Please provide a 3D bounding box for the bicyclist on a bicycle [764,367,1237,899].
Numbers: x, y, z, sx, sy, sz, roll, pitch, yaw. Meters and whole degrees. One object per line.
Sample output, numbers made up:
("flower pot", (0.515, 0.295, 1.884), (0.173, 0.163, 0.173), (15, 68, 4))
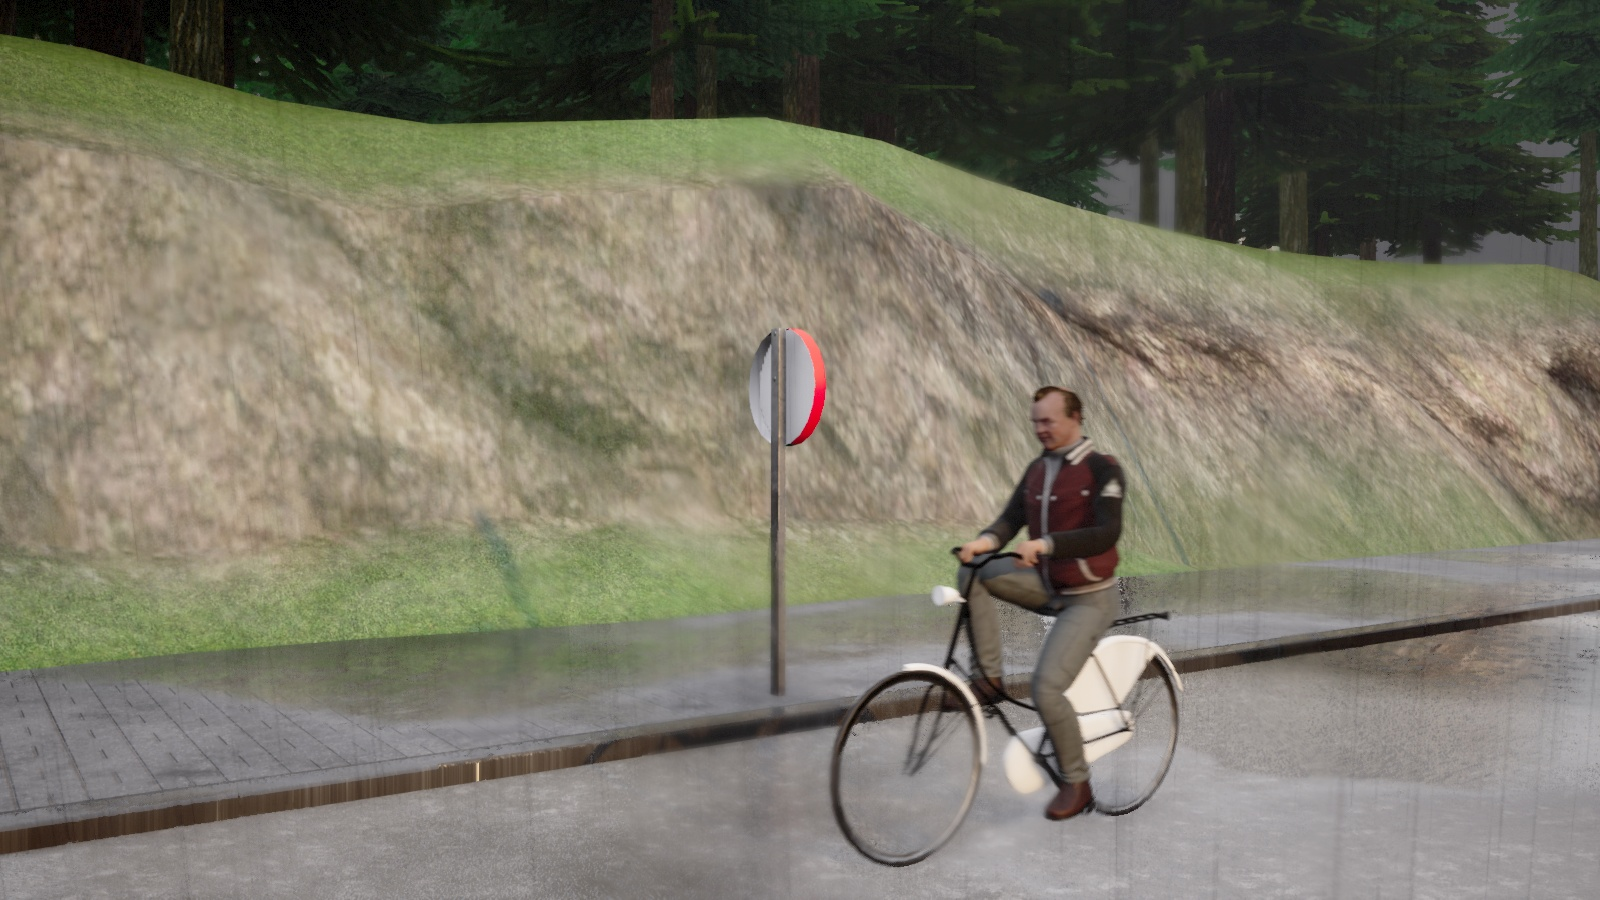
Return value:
("bicyclist on a bicycle", (0.818, 0.625, 4.818), (1.843, 1.776, 0.659), (0, 0, -34))
